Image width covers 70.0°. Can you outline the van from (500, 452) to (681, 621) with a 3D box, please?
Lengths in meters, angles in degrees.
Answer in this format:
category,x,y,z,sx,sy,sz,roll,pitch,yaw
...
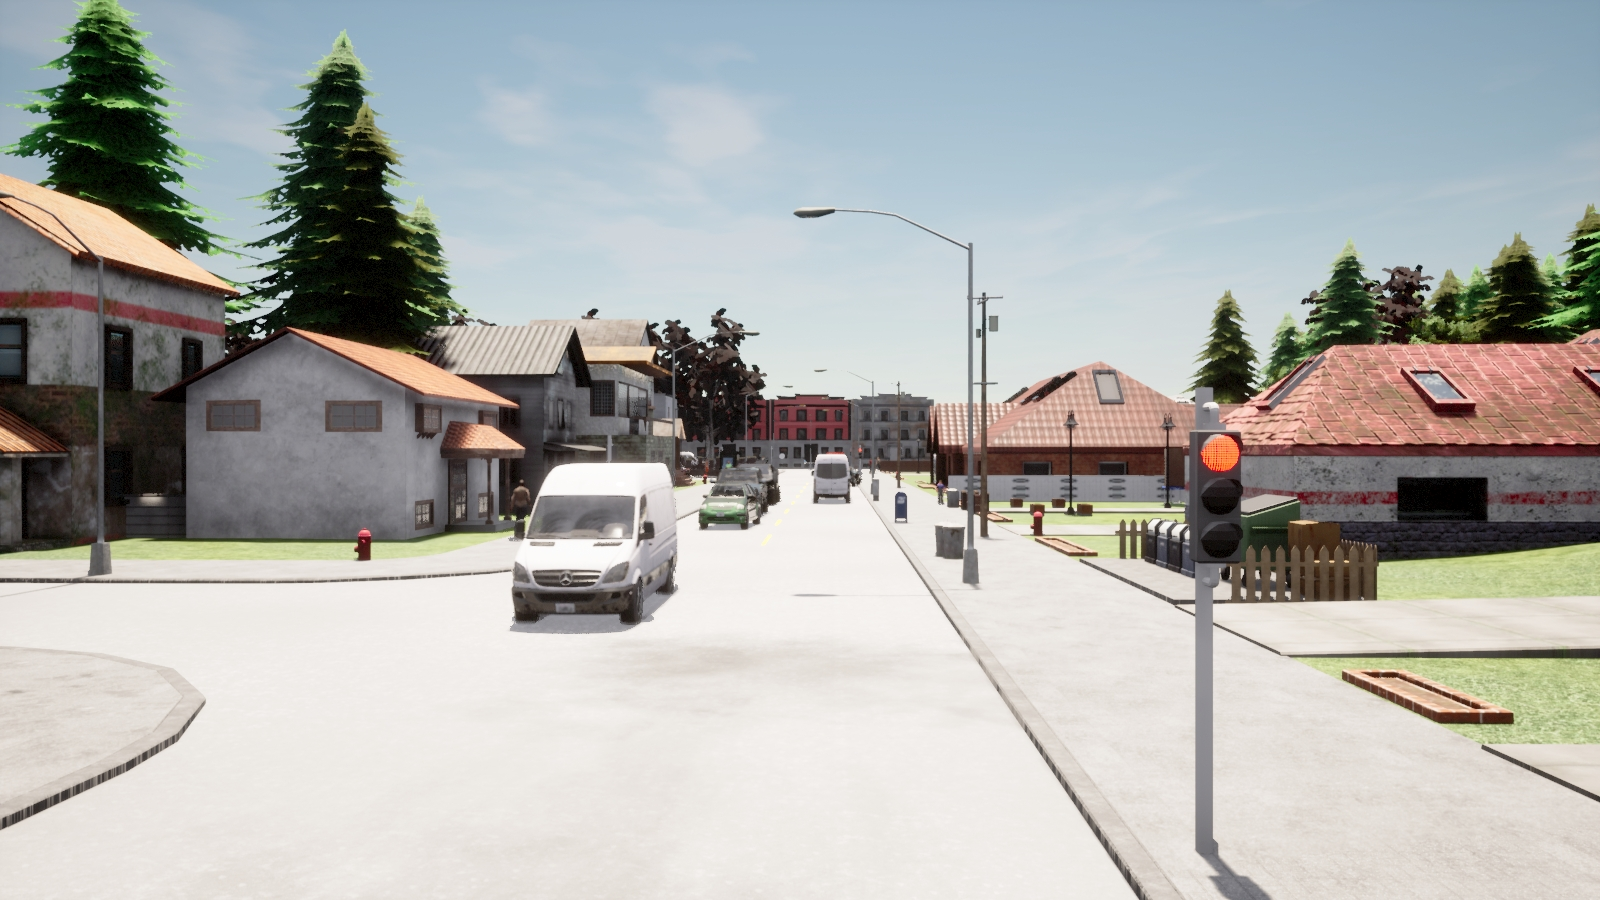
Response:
category,x,y,z,sx,sy,sz,roll,pitch,yaw
van,-3.504,1.314,20.366,1.988,2.561,5.915,0,0,2

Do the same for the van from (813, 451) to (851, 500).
category,x,y,z,sx,sy,sz,roll,pitch,yaw
van,1.737,1.314,62.710,1.988,2.561,5.915,0,0,2

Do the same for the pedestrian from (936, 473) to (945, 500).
category,x,y,z,sx,sy,sz,roll,pitch,yaw
pedestrian,6.917,1.803,56.125,0.375,1.300,0.375,0,0,20

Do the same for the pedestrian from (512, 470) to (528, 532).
category,x,y,z,sx,sy,sz,roll,pitch,yaw
pedestrian,-8.412,1.525,34.293,0.375,1.860,0.375,0,0,1

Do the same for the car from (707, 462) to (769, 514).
category,x,y,z,sx,sy,sz,roll,pitch,yaw
car,-2.598,1.559,49.124,2.150,2.045,5.566,0,0,2

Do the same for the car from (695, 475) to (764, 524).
category,x,y,z,sx,sy,sz,roll,pitch,yaw
car,-2.533,1.779,41.798,1.851,1.617,3.988,0,0,7

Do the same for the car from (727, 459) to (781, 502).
category,x,y,z,sx,sy,sz,roll,pitch,yaw
car,-2.326,1.534,59.570,2.390,2.098,6.274,0,0,2
